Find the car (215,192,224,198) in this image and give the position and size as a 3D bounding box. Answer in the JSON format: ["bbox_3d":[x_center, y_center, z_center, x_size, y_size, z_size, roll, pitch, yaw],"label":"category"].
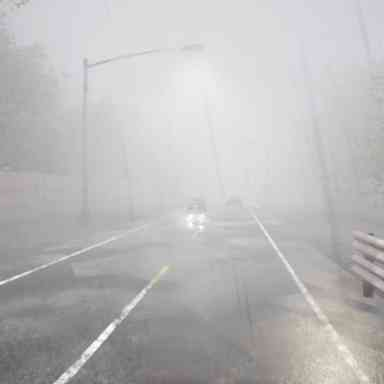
[{"bbox_3d":[6.468,0.769,76.190,1.994,1.385,4.181,0,1,8],"label":"car"}]

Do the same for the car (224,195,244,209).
[{"bbox_3d":[5.092,1.217,39.729,1.837,1.490,4.892,0,0,8],"label":"car"}]

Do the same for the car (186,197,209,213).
[{"bbox_3d":[0.607,1.229,33.377,2.128,1.511,4.902,0,0,8],"label":"car"}]

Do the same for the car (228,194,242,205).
[{"bbox_3d":[6.446,1.111,49.754,1.882,1.535,5.008,1,1,8],"label":"car"}]
